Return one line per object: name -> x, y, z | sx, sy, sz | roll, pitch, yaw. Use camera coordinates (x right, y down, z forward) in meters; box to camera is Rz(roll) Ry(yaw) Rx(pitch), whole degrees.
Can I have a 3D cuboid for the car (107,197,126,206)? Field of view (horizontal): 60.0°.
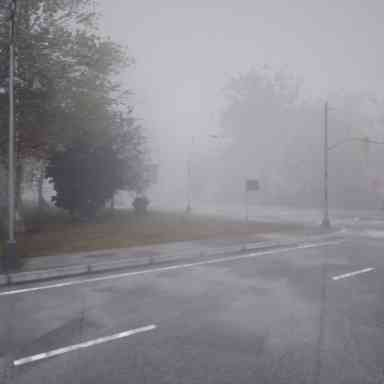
car -> -12.245, 1.462, 52.680 | 1.837, 1.490, 4.892 | 0, 0, -38
